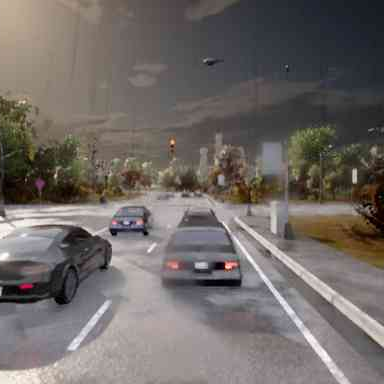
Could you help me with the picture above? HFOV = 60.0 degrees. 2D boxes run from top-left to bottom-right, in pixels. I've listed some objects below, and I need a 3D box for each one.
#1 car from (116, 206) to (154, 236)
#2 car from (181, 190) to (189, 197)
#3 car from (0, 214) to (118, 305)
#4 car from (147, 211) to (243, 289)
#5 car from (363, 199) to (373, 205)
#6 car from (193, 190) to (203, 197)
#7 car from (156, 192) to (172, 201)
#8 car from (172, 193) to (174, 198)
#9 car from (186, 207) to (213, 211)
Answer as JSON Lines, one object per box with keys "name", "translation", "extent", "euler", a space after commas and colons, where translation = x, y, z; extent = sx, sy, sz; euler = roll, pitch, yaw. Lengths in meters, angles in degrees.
{"name": "car", "translation": [-3.083, 1.429, 17.620], "extent": [2.033, 1.411, 5.357], "euler": [0, 0, -2]}
{"name": "car", "translation": [-1.794, 0.681, 85.737], "extent": [1.895, 1.301, 4.718], "euler": [0, 1, 1]}
{"name": "car", "translation": [-3.284, 1.480, 7.868], "extent": [1.812, 1.442, 4.674], "euler": [0, 0, 1]}
{"name": "car", "translation": [0.232, 1.494, 9.131], "extent": [2.033, 1.411, 5.357], "euler": [0, 0, 1]}
{"name": "car", "translation": [24.418, 1.143, 42.890], "extent": [5.008, 1.535, 1.882], "euler": [0, 0, -2]}
{"name": "car", "translation": [1.712, 0.609, 85.983], "extent": [1.812, 1.442, 4.674], "euler": [0, 1, 1]}
{"name": "car", "translation": [-5.743, 1.020, 64.867], "extent": [2.033, 1.411, 5.357], "euler": [0, 1, 2]}
{"name": "car", "translation": [-5.384, 0.736, 80.763], "extent": [1.812, 1.442, 4.674], "euler": [0, 1, 1]}
{"name": "car", "translation": [0.422, 1.473, 18.681], "extent": [1.895, 1.301, 4.718], "euler": [0, 0, 2]}
